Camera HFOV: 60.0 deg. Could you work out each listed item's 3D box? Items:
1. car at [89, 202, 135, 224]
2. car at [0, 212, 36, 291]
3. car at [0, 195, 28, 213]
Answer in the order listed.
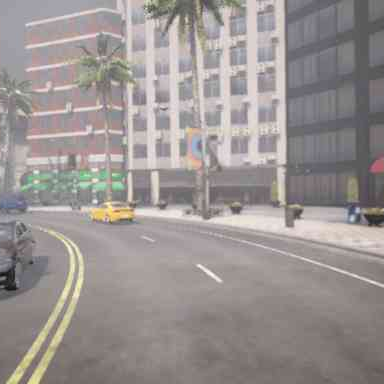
[{"bbox_3d":[-6.062,1.483,24.849,1.882,1.535,5.008,-1,0,-38],"label":"car"},{"bbox_3d":[-5.361,1.532,8.834,2.128,1.511,4.902,-1,0,-19],"label":"car"},{"bbox_3d":[-21.048,1.375,37.669,5.566,2.045,2.150,0,0,30],"label":"car"}]
